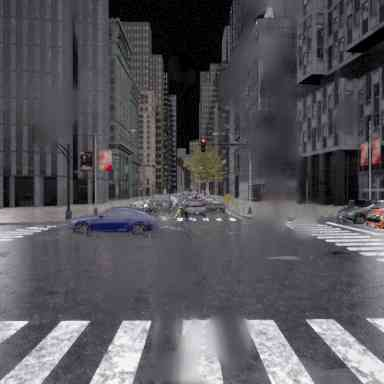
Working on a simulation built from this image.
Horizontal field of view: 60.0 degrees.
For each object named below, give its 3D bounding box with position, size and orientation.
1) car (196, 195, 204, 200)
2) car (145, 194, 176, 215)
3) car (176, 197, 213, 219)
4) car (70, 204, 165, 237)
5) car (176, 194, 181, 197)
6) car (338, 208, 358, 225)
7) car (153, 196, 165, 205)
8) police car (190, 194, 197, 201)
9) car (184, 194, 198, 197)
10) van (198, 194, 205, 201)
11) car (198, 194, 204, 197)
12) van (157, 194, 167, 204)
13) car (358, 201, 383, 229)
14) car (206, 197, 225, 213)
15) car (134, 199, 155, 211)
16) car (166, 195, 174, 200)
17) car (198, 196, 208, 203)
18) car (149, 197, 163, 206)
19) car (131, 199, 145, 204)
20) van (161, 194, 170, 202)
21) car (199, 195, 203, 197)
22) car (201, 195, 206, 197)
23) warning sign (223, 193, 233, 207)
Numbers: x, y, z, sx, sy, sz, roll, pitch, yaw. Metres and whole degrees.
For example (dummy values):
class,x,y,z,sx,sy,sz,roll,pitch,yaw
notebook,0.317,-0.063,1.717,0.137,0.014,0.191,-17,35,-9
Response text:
class,x,y,z,sx,sy,sz,roll,pitch,yaw
car,2.302,1.591,94.323,2.008,1.369,4.403,0,0,0
car,-3.178,1.226,34.646,2.150,2.045,5.566,0,0,0
car,0.116,1.494,29.263,2.128,1.511,4.902,0,0,-7
car,-3.994,1.537,17.628,4.674,1.442,1.812,0,0,0
car,-3.293,1.537,54.640,1.812,1.442,4.674,0,0,0
car,11.687,1.283,20.927,4.674,1.442,1.812,-1,0,0
car,-6.014,1.540,61.141,1.752,1.417,4.829,0,0,0
police car,0.465,1.462,90.560,1.930,1.638,5.238,0,0,0
car,-0.278,1.543,65.551,1.812,1.442,4.674,0,0,0
van,2.368,1.372,83.745,1.690,1.788,3.998,0,0,0
car,2.502,1.566,62.589,2.008,1.369,4.403,0,0,0
van,-6.050,1.359,66.724,1.690,1.788,3.998,0,0,0
car,11.715,1.115,17.570,4.553,1.767,2.097,-1,0,-2
car,2.667,1.555,36.385,2.008,1.369,4.403,0,0,0
car,-5.889,1.557,41.326,2.008,1.369,4.403,0,0,0
car,-6.220,1.622,93.789,1.802,1.307,4.206,0,0,0
car,2.435,1.588,73.168,1.947,1.339,4.313,0,0,0
car,-5.981,1.578,55.898,1.947,1.339,4.313,0,0,0
car,-5.858,1.555,36.334,2.008,1.369,4.403,0,0,0
van,-6.118,1.367,77.551,1.690,1.788,3.998,0,0,0
car,2.564,1.561,52.718,2.008,1.369,4.403,0,0,0
car,2.598,1.552,47.273,1.887,1.381,4.507,0,0,0
warning sign,4.918,1.122,45.475,1.300,1.860,1.060,0,0,0
